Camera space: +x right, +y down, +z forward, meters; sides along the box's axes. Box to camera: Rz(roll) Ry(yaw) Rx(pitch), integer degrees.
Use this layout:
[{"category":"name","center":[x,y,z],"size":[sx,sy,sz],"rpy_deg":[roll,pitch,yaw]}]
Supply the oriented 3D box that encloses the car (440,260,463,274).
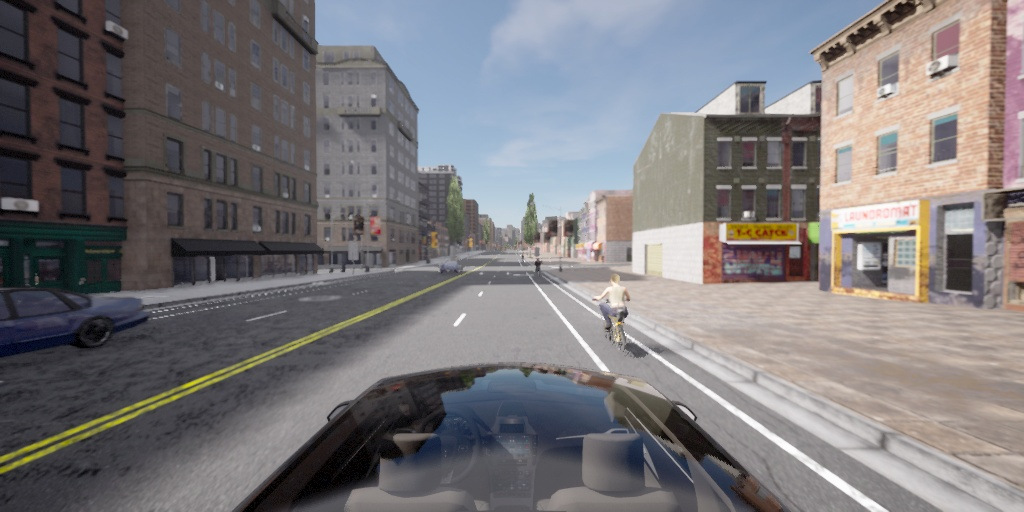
[{"category":"car","center":[-6.494,1.179,38.735],"size":[1.812,1.442,4.674],"rpy_deg":[0,0,0]}]

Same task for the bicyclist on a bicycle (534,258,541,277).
[{"category":"bicyclist on a bicycle","center":[2.254,1.027,31.470],"size":[0.659,1.776,1.843],"rpy_deg":[0,0,0]}]

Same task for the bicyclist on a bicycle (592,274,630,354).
[{"category":"bicyclist on a bicycle","center":[2.196,1.181,7.738],"size":[0.866,1.612,1.509],"rpy_deg":[0,0,0]}]

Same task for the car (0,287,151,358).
[{"category":"car","center":[-9.852,1.294,6.405],"size":[2.033,1.411,5.357],"rpy_deg":[0,0,0]}]
